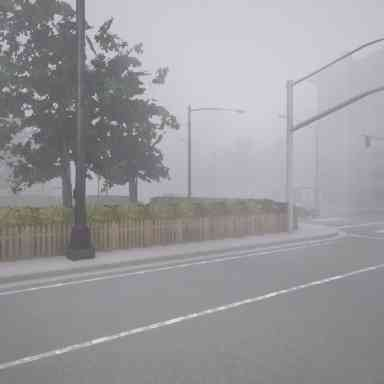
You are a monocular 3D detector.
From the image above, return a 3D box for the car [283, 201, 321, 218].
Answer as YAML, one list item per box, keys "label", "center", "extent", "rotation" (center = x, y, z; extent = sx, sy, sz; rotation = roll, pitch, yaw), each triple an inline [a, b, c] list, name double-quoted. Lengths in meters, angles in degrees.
- label: "car"
  center: [9.368, 1.526, 30.313]
  extent: [1.812, 1.442, 4.674]
  rotation: [0, 0, -35]

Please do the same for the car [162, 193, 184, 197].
- label: "car"
  center: [-2.338, 1.221, 47.233]
  extent: [2.150, 2.045, 5.566]
  rotation: [0, 0, -35]
